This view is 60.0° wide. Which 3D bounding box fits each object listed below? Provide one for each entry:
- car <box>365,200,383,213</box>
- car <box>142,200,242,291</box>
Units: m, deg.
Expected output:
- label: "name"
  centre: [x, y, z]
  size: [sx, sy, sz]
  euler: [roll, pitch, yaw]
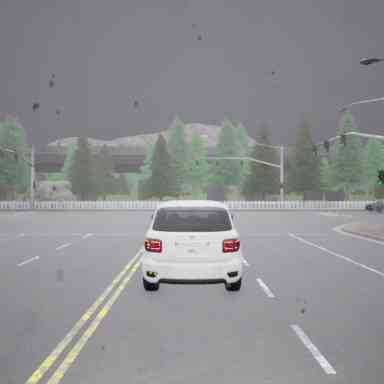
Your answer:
- label: "car"
  centre: [21.209, 1.508, 36.156]
  size: [4.181, 1.385, 1.994]
  euler: [0, 0, 0]
- label: "car"
  centre: [0.008, 1.221, 9.127]
  size: [2.150, 2.045, 5.566]
  euler: [0, 0, 0]
